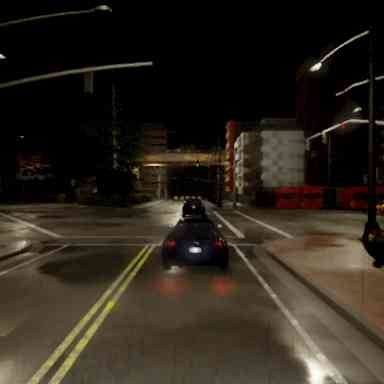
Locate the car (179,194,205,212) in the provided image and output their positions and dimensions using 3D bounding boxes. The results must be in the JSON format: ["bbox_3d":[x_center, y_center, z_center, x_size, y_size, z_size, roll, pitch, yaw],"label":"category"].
[{"bbox_3d":[0.161,1.397,32.007,2.097,1.767,4.553,0,0,0],"label":"car"}]

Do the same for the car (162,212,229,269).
[{"bbox_3d":[0.111,1.572,11.152,1.994,1.385,4.181,0,0,1],"label":"car"}]

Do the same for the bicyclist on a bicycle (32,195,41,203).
[{"bbox_3d":[-29.221,1.347,62.438,0.582,1.620,1.656,0,0,44],"label":"bicyclist on a bicycle"}]

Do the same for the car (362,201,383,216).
[{"bbox_3d":[20.795,1.700,35.454,5.008,1.535,1.882,1,0,0],"label":"car"}]
